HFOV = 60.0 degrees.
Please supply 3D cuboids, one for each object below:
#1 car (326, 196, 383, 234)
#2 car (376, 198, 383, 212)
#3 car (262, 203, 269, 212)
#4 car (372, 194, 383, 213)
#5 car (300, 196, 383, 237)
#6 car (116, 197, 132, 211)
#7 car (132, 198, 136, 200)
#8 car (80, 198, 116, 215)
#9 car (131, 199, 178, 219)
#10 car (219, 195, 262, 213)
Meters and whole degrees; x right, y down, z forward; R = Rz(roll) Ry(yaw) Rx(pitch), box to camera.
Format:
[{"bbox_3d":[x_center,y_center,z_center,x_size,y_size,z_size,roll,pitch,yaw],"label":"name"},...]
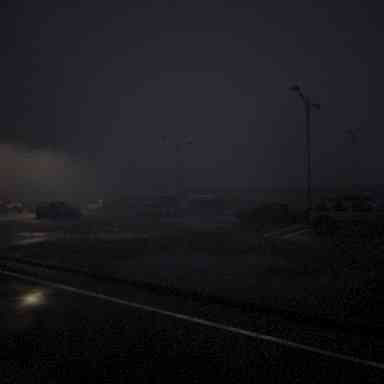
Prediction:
[{"bbox_3d":[9.493,1.179,17.894,3.866,1.878,1.905,-1,-1,35],"label":"car"},{"bbox_3d":[22.418,1.408,36.334,3.806,1.475,1.970,-1,-1,35],"label":"car"},{"bbox_3d":[8.115,1.607,46.358,3.905,1.438,1.784,-1,-1,35],"label":"car"},{"bbox_3d":[20.742,1.170,33.973,3.866,1.878,1.905,-1,-1,35],"label":"car"},{"bbox_3d":[7.785,1.178,15.557,4.605,1.855,1.932,-1,-1,35],"label":"car"},{"bbox_3d":[-10.618,1.810,45.914,3.905,1.438,1.784,-1,-1,35],"label":"car"},{"bbox_3d":[-9.119,1.599,48.141,4.605,1.855,1.932,-1,-1,35],"label":"car"},{"bbox_3d":[-12.282,1.843,43.546,3.806,1.475,1.970,-1,-1,35],"label":"car"},{"bbox_3d":[-3.241,1.647,30.146,3.806,1.475,1.970,-1,-1,35],"label":"car"},{"bbox_3d":[6.395,1.398,44.026,4.605,1.855,1.932,-1,-1,35],"label":"car"}]
